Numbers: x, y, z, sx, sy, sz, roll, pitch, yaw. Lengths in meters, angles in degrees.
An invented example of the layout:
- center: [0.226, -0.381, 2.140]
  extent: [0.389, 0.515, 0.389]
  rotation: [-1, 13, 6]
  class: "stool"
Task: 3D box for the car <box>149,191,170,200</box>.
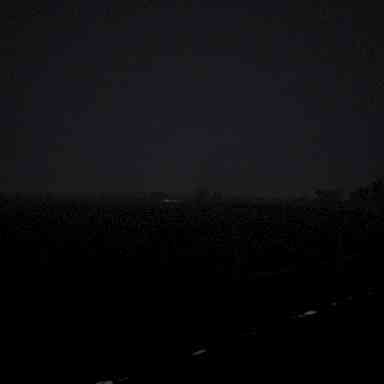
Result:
- center: [-5.793, 0.576, 59.014]
  extent: [1.882, 1.535, 5.008]
  rotation: [-1, 2, -35]
  class: "car"
